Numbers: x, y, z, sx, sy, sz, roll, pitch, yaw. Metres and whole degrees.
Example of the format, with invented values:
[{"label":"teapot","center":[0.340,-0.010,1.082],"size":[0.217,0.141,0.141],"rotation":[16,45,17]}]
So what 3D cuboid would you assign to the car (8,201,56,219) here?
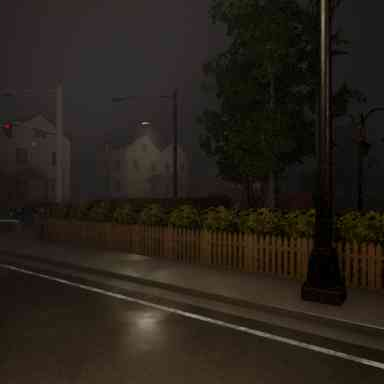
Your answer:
[{"label":"car","center":[-13.672,1.526,29.430],"size":[1.812,1.442,4.674],"rotation":[0,0,35]}]

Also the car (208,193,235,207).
[{"label":"car","center":[4.287,1.221,48.813],"size":[2.150,2.045,5.566],"rotation":[0,0,35]}]
